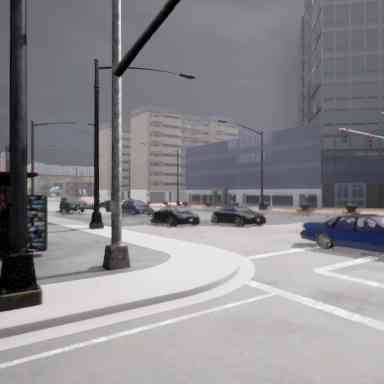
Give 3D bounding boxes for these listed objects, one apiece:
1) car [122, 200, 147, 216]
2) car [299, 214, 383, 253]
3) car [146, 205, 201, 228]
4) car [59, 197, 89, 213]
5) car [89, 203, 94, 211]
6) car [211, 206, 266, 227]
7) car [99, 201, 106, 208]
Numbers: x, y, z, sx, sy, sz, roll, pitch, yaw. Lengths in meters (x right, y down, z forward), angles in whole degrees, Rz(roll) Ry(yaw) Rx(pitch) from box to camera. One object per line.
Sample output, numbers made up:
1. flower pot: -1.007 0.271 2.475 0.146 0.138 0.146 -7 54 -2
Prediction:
1. car: -6.124 1.680 36.460 2.097 1.767 4.553 0 -1 -36
2. car: 6.720 1.578 12.587 2.033 1.411 5.357 0 0 -34
3. car: -1.220 1.710 23.742 1.994 1.385 4.181 0 -1 -35
4. car: -16.020 1.728 44.210 2.150 2.045 5.566 0 -1 -35
5. car: -16.319 2.185 50.662 1.994 1.385 4.181 0 -1 -36
6. car: 3.214 1.683 23.592 1.994 1.385 4.181 0 -1 -36
7. car: -15.873 2.279 62.132 1.994 1.385 4.181 0 -1 -36
